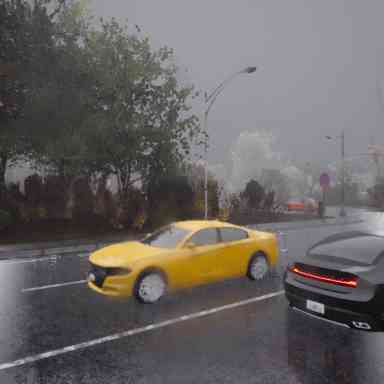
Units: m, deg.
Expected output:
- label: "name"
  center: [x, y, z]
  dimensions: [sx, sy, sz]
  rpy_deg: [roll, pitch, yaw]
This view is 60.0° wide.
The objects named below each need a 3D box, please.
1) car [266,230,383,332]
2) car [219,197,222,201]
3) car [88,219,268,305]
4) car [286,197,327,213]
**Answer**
- label: "car"
  center: [3.858, 1.504, 6.489]
  dimensions: [4.892, 1.490, 1.837]
  rpy_deg: [0, 0, -35]
- label: "car"
  center: [4.527, 1.352, 69.521]
  dimensions: [1.994, 1.385, 4.181]
  rpy_deg: [0, 1, -33]
- label: "car"
  center: [-0.013, 1.477, 8.296]
  dimensions: [5.008, 1.535, 1.882]
  rpy_deg: [0, 0, -35]
- label: "car"
  center: [12.533, 1.351, 36.838]
  dimensions: [2.097, 1.767, 4.553]
  rpy_deg: [0, 0, -32]
